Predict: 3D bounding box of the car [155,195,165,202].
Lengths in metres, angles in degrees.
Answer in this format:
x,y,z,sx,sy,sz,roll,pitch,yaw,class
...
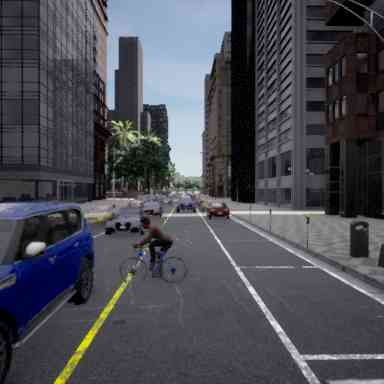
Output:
x,y,z,sx,sy,sz,roll,pitch,yaw,class
-7.352,1.470,77.351,1.967,1.590,4.097,0,0,-1,car

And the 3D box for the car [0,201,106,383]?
x,y,z,sx,sy,sz,roll,pitch,yaw,class
-3.176,1.218,5.207,2.150,2.045,5.566,0,0,-1,car

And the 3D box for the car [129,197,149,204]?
x,y,z,sx,sy,sz,roll,pitch,yaw,class
-6.561,1.584,39.378,1.802,1.307,4.206,0,0,-1,car

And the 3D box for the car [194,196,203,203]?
x,y,z,sx,sy,sz,roll,pitch,yaw,class
1.281,1.551,72.259,1.752,1.417,4.829,0,0,-1,car

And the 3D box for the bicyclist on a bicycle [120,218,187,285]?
x,y,z,sx,sy,sz,roll,pitch,yaw,class
-0.947,1.452,8.087,1.656,1.620,0.582,-1,0,-1,bicyclist on a bicycle

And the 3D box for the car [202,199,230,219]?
x,y,z,sx,sy,sz,roll,pitch,yaw,class
2.189,1.544,28.698,1.887,1.381,4.507,0,0,-1,car

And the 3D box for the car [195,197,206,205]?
x,y,z,sx,sy,sz,roll,pitch,yaw,class
1.510,1.561,61.241,1.887,1.381,4.507,0,0,-1,car

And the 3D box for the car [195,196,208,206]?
x,y,z,sx,sy,sz,roll,pitch,yaw,class
1.623,1.452,55.818,1.967,1.590,4.097,0,0,-1,car

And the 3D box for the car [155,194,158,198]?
x,y,z,sx,sy,sz,roll,pitch,yaw,class
-6.901,1.327,55.652,2.192,1.841,5.009,0,0,-1,car

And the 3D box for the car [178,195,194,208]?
x,y,z,sx,sy,sz,roll,pitch,yaw,class
-0.872,1.359,47.953,2.097,1.767,4.553,0,0,-1,car

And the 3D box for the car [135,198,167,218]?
x,y,z,sx,sy,sz,roll,pitch,yaw,class
-3.674,1.564,30.459,1.994,1.385,4.181,0,0,-1,car

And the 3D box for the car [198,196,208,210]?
x,y,z,sx,sy,sz,roll,pitch,yaw,class
1.959,1.528,39.716,1.752,1.417,4.829,0,0,-1,car

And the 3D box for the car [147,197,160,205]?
x,y,z,sx,sy,sz,roll,pitch,yaw,class
-7.013,1.561,61.076,1.887,1.381,4.507,0,0,-1,car

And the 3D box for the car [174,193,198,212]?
x,y,z,sx,sy,sz,roll,pitch,yaw,class
-0.669,1.355,38.185,2.097,1.767,4.553,0,0,-1,car

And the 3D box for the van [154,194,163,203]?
x,y,z,sx,sy,sz,roll,pitch,yaw,class
-7.240,1.367,71.927,1.690,1.788,3.998,0,0,-1,van

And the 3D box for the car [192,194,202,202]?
x,y,z,sx,sy,sz,roll,pitch,yaw,class
1.171,1.345,77.513,2.192,1.841,5.009,0,0,-1,car

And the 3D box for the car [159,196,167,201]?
x,y,z,sx,sy,sz,roll,pitch,yaw,class
-7.578,1.618,88.202,1.802,1.307,4.206,0,0,-1,car

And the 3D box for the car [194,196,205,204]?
x,y,z,sx,sy,sz,roll,pitch,yaw,class
1.398,1.572,66.665,2.008,1.369,4.403,0,0,-1,car

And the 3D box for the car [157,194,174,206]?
x,y,z,sx,sy,sz,roll,pitch,yaw,class
-4.213,1.503,55.267,2.128,1.511,4.902,0,0,-1,car

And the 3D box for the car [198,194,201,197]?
x,y,z,sx,sy,sz,roll,pitch,yaw,class
1.736,1.448,50.394,1.967,1.590,4.097,0,0,-1,car

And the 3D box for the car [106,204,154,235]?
x,y,z,sx,sy,sz,roll,pitch,yaw,class
-3.452,1.563,18.485,1.994,1.385,4.181,0,0,-1,car

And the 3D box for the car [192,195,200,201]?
x,y,z,sx,sy,sz,roll,pitch,yaw,class
0.946,1.602,88.361,1.947,1.339,4.313,0,0,-1,car

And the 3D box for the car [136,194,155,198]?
x,y,z,sx,sy,sz,roll,pitch,yaw,class
-6.675,1.320,44.802,2.192,1.841,5.009,0,0,-1,car
